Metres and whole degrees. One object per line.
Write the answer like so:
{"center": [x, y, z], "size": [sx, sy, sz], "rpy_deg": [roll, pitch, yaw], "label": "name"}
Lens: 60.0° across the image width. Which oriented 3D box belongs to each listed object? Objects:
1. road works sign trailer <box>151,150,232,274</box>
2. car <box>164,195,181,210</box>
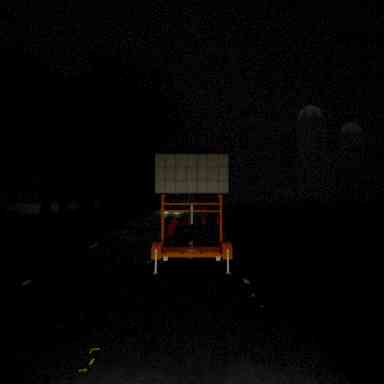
{"center": [-0.004, 0.481, 10.560], "size": [2.380, 3.560, 2.880], "rpy_deg": [0, 0, 0], "label": "road works sign trailer"}
{"center": [-2.769, 1.392, 45.874], "size": [2.150, 2.045, 5.566], "rpy_deg": [0, 0, 0], "label": "car"}
